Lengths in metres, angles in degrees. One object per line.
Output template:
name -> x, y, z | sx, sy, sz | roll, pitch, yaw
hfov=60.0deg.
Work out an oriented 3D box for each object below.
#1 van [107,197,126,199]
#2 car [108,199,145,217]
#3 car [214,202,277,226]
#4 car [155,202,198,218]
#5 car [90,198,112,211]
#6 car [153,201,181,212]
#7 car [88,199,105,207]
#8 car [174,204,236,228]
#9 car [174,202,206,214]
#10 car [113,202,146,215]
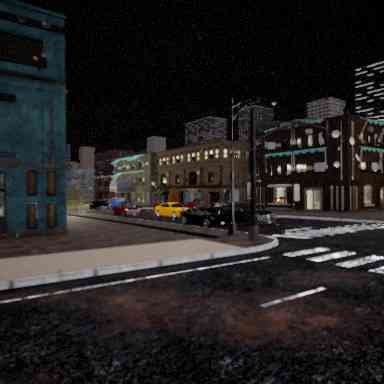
van -> -13.110, 1.904, 58.966 | 1.690, 1.788, 3.998 | -1, 0, -35
car -> -7.099, 1.844, 36.066 | 1.967, 1.590, 4.097 | -1, 0, -35
car -> 4.096, 1.549, 24.747 | 2.097, 1.767, 4.553 | -1, 0, -34
car -> -1.830, 1.793, 33.145 | 1.882, 1.535, 5.008 | -1, 0, -35
car -> -14.043, 2.077, 50.410 | 1.812, 1.442, 4.674 | -1, 0, -36
car -> -3.477, 1.962, 45.436 | 1.802, 1.307, 4.206 | -2, 0, -35
car -> -19.523, 2.225, 67.986 | 1.887, 1.381, 4.507 | -1, 0, -35
car -> 0.850, 1.812, 24.689 | 1.947, 1.339, 4.313 | -2, 0, -35
car -> -0.269, 1.900, 40.927 | 1.802, 1.307, 4.206 | -2, 0, -35
car -> -7.873, 1.981, 41.655 | 2.033, 1.411, 5.357 | -1, 0, -35
